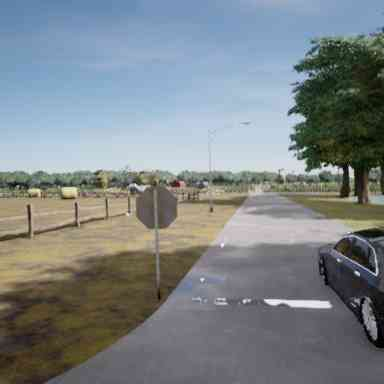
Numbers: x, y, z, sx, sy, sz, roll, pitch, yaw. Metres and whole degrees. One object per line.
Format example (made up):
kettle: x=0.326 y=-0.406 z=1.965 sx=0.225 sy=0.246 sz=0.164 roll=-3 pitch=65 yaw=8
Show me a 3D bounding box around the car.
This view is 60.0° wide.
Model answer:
car: x=3.576 y=1.376 z=5.910 sx=1.837 sy=1.490 sz=4.892 roll=-7 pitch=0 yaw=9
